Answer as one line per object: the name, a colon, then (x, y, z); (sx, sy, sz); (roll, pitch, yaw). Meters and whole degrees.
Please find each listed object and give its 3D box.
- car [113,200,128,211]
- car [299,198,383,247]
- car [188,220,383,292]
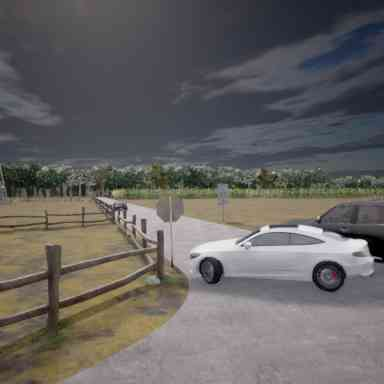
car: (-10.749, 1.975, 49.474); (2.033, 1.411, 5.357); (-2, 0, -18)
car: (5.100, 1.223, 9.781); (2.150, 2.045, 5.566); (-2, 0, -39)
car: (2.196, 1.612, 8.885); (4.674, 1.442, 1.812); (-2, 0, 18)
